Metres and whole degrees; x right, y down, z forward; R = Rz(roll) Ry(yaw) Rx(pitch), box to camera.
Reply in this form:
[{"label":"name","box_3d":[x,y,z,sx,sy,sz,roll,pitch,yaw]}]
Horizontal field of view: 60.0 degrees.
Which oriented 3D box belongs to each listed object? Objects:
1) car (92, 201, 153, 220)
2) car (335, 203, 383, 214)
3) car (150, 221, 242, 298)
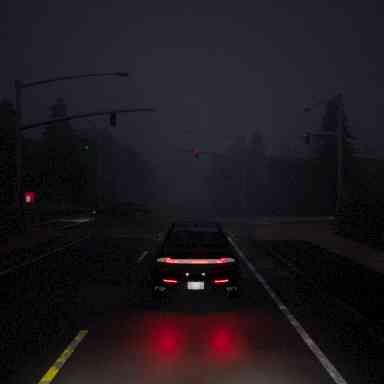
[{"label":"car","box_3d":[-5.662,1.509,27.305,4.892,1.490,1.837,0,0,-3]},{"label":"car","box_3d":[14.982,1.582,28.888,4.718,1.301,1.895,0,0,-7]},{"label":"car","box_3d":[0.091,1.492,8.487,2.128,1.511,4.902,0,0,1]}]
